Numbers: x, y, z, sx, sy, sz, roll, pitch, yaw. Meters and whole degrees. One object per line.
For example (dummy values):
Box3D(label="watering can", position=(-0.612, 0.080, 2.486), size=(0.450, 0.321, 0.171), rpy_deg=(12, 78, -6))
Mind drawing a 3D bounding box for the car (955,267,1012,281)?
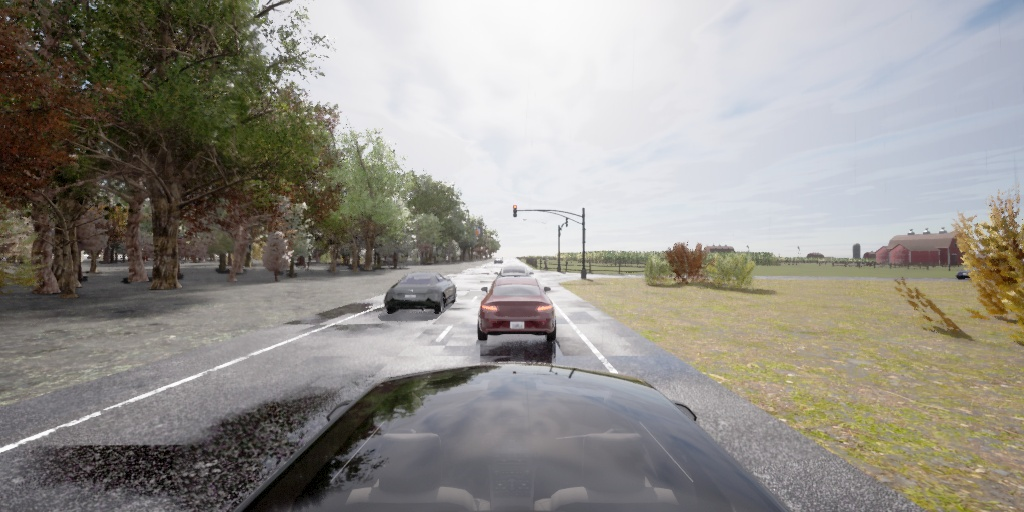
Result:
Box3D(label="car", position=(48.942, 1.845, 37.138), size=(4.181, 1.385, 1.994), rpy_deg=(1, -1, 0))

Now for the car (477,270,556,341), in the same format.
Box3D(label="car", position=(0.111, 1.278, 9.780), size=(1.812, 1.442, 4.674), rpy_deg=(0, 0, 0))

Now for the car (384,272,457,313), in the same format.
Box3D(label="car", position=(-3.395, 1.317, 13.984), size=(1.994, 1.385, 4.181), rpy_deg=(0, 0, 0))

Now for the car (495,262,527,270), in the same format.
Box3D(label="car", position=(0.104, 1.259, 19.042), size=(1.837, 1.490, 4.892), rpy_deg=(0, 0, 0))
